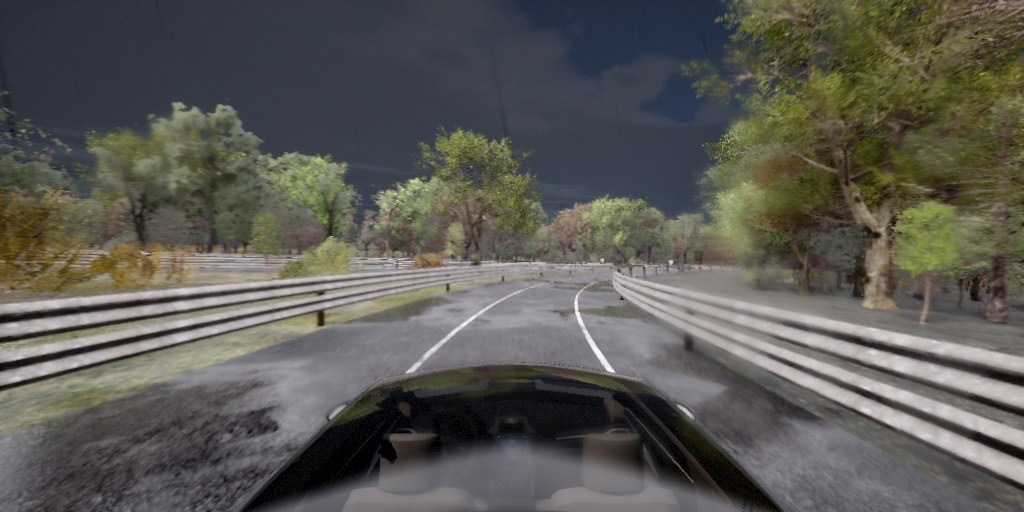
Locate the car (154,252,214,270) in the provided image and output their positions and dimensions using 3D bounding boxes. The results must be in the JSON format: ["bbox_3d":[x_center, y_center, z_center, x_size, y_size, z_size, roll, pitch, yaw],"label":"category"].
[{"bbox_3d":[-31.784,0.507,34.377,4.674,1.442,1.812,2,0,-39],"label":"car"}]

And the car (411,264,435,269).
[{"bbox_3d":[-13.110,1.212,54.259,4.181,1.385,1.994,2,0,-39],"label":"car"}]

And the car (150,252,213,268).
[{"bbox_3d":[-34.005,0.432,37.081,4.674,1.442,1.812,2,0,-39],"label":"car"}]
